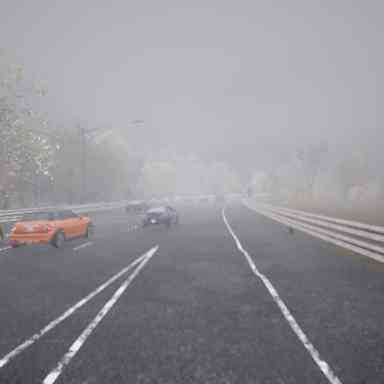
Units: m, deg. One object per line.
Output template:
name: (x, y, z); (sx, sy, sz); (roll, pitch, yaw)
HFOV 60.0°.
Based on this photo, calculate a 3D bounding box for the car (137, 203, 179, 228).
car: (-2.130, 1.659, 23.246); (1.812, 1.442, 4.674); (-2, 0, 7)

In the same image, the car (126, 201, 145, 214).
car: (-6.653, 1.830, 41.226); (1.882, 1.535, 5.008); (-2, 0, 9)

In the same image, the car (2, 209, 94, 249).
car: (-6.559, 1.596, 16.175); (2.097, 1.767, 4.553); (-2, 0, 7)

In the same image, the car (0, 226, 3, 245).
car: (-10.300, 1.832, 14.284); (1.882, 1.535, 5.008); (-2, 0, 7)

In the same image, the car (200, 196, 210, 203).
car: (2.981, 1.699, 75.796); (1.837, 1.490, 4.892); (-2, 0, 11)

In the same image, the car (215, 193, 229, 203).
car: (6.599, 1.309, 76.095); (2.150, 2.045, 5.566); (-2, 0, 11)

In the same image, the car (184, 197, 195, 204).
car: (-0.635, 1.838, 75.536); (2.128, 1.511, 4.902); (-2, 0, 11)
